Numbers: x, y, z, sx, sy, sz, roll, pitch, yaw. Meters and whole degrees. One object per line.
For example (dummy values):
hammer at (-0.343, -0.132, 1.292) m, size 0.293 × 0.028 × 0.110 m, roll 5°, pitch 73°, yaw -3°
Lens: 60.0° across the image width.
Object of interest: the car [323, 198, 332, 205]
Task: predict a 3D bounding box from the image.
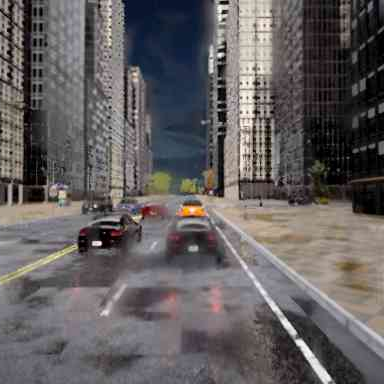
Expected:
car at (21.924, 1.522, 58.441) m, size 4.829 × 1.417 × 1.752 m, roll -1°, pitch -1°, yaw -1°

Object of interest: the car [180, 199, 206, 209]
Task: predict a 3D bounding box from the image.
car at (0.048, 1.436, 27.273) m, size 2.097 × 1.767 × 4.553 m, roll 0°, pitch 0°, yaw 0°

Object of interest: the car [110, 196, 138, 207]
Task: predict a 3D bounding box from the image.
car at (-6.592, 1.457, 34.205) m, size 2.097 × 1.767 × 4.553 m, roll 0°, pitch 0°, yaw 0°

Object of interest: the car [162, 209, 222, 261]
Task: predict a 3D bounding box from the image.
car at (0.059, 1.565, 12.298) m, size 1.812 × 1.442 × 4.674 m, roll 0°, pitch -1°, yaw 0°

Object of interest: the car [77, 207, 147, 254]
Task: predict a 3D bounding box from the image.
car at (-3.186, 1.568, 13.491) m, size 1.812 × 1.442 × 4.674 m, roll 0°, pitch 0°, yaw 0°

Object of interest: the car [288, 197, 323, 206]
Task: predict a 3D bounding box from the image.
car at (16.649, 1.436, 49.989) m, size 4.403 × 1.369 × 2.008 m, roll -1°, pitch -1°, yaw -1°

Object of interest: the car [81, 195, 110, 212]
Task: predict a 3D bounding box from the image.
car at (-9.839, 1.333, 35.158) m, size 2.150 × 2.045 × 5.566 m, roll 0°, pitch -1°, yaw 0°

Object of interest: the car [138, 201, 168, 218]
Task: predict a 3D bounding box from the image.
car at (-3.191, 1.568, 29.191) m, size 1.882 × 1.535 × 5.008 m, roll 0°, pitch 0°, yaw 0°
